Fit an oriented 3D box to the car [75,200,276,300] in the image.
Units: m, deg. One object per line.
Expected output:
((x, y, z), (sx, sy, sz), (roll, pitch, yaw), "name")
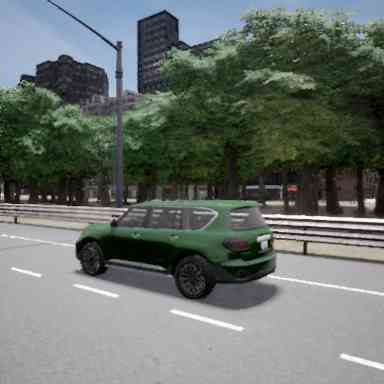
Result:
((-0.646, 1.224, 8.632), (5.566, 2.045, 2.150), (0, 0, 36), "car")
